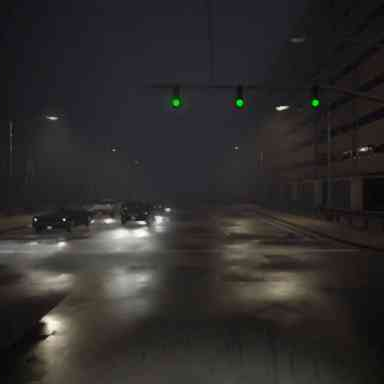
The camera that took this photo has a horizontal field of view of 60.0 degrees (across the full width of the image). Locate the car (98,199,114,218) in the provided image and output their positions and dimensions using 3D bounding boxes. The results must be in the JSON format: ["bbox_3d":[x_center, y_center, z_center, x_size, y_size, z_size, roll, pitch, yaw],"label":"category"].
[{"bbox_3d":[-7.103,1.323,27.950,1.812,1.442,4.674,0,0,0],"label":"car"}]

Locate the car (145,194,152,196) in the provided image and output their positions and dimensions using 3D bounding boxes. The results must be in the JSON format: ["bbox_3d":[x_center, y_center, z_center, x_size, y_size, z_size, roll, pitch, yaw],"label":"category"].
[{"bbox_3d":[-7.037,1.122,53.891,2.128,1.511,4.902,0,0,0],"label":"car"}]

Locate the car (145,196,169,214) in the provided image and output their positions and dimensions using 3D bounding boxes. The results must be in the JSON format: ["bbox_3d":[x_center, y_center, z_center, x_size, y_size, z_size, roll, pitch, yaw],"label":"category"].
[{"bbox_3d":[-3.602,1.366,32.174,1.895,1.301,4.718,0,0,0],"label":"car"}]

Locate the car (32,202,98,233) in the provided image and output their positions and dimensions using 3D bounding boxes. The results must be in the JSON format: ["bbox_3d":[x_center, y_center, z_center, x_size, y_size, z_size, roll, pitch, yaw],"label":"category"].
[{"bbox_3d":[-7.116,1.457,18.829,1.895,1.301,4.718,0,0,0],"label":"car"}]

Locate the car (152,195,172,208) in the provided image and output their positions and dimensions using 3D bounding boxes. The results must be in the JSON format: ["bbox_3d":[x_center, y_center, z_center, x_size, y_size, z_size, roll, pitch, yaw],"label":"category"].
[{"bbox_3d":[-3.587,1.227,42.169,1.812,1.442,4.674,0,0,0],"label":"car"}]

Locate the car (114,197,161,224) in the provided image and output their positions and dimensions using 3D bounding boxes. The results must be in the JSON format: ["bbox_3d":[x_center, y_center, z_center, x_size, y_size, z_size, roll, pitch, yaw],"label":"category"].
[{"bbox_3d":[-3.603,1.316,22.904,2.128,1.511,4.902,0,0,0],"label":"car"}]

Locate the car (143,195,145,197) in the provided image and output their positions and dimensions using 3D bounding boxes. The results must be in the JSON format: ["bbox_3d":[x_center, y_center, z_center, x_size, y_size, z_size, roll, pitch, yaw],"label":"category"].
[{"bbox_3d":[-7.096,1.278,38.200,2.033,1.411,5.357,0,0,0],"label":"car"}]
